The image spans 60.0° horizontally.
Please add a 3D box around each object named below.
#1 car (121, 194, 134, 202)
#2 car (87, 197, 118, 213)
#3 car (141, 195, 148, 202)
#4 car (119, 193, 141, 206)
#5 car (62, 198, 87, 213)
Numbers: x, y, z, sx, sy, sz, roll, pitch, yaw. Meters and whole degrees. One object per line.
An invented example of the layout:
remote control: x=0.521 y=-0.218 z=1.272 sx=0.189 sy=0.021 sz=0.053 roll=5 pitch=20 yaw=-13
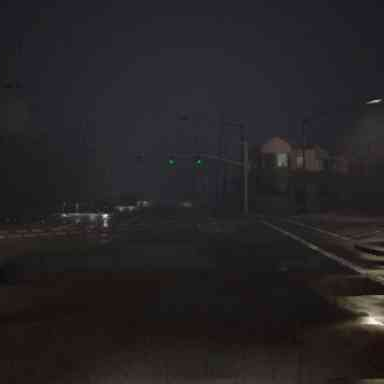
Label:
car: x=-13.998 y=1.300 z=72.445 sx=1.882 sy=1.535 sz=5.008 roll=0 pitch=0 yaw=0
car: x=-10.596 y=1.687 z=39.814 sx=1.837 sy=1.490 sz=4.892 roll=0 pitch=1 yaw=0
car: x=-10.499 y=1.346 z=70.958 sx=1.812 sy=1.442 sz=4.674 roll=0 pitch=0 yaw=0
car: x=-10.557 y=1.175 z=55.659 sx=2.150 sy=2.045 sz=5.566 roll=0 pitch=2 yaw=1
car: x=-14.096 y=1.526 z=40.479 sx=2.097 sy=1.767 sz=4.553 roll=0 pitch=0 yaw=0
